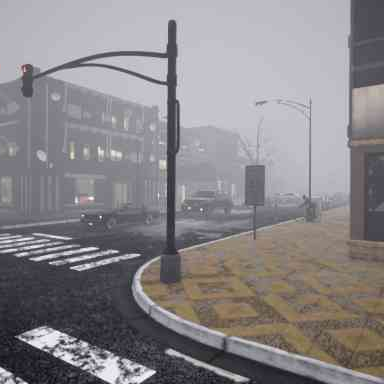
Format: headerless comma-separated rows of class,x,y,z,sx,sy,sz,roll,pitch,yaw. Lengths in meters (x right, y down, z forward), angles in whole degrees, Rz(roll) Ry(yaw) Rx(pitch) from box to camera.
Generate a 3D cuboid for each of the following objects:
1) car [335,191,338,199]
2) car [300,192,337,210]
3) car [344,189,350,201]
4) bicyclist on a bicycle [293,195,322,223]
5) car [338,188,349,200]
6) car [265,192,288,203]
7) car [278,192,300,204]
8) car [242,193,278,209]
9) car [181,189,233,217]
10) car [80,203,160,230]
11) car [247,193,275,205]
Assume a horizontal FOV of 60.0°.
car,18.322,0.794,46.013,1.895,1.301,4.718,1,1,35
car,12.650,0.993,33.068,2.008,1.369,4.403,2,2,35
car,25.412,0.619,51.686,1.887,1.381,4.507,2,2,35
bicyclist on a bicycle,6.775,1.003,19.598,1.656,1.620,0.582,0,1,35
car,24.213,0.572,54.552,2.033,1.411,5.357,1,1,36
car,12.102,0.767,47.242,1.802,1.307,4.206,2,2,35
car,12.954,0.772,43.800,1.812,1.442,4.674,1,1,34
car,7.081,1.014,35.388,1.895,1.301,4.718,1,1,35
car,1.370,0.798,27.139,2.150,2.045,5.566,1,1,35
car,-4.072,1.334,19.299,1.895,1.301,4.718,1,1,35
car,8.863,0.821,42.620,1.887,1.381,4.507,2,2,35
